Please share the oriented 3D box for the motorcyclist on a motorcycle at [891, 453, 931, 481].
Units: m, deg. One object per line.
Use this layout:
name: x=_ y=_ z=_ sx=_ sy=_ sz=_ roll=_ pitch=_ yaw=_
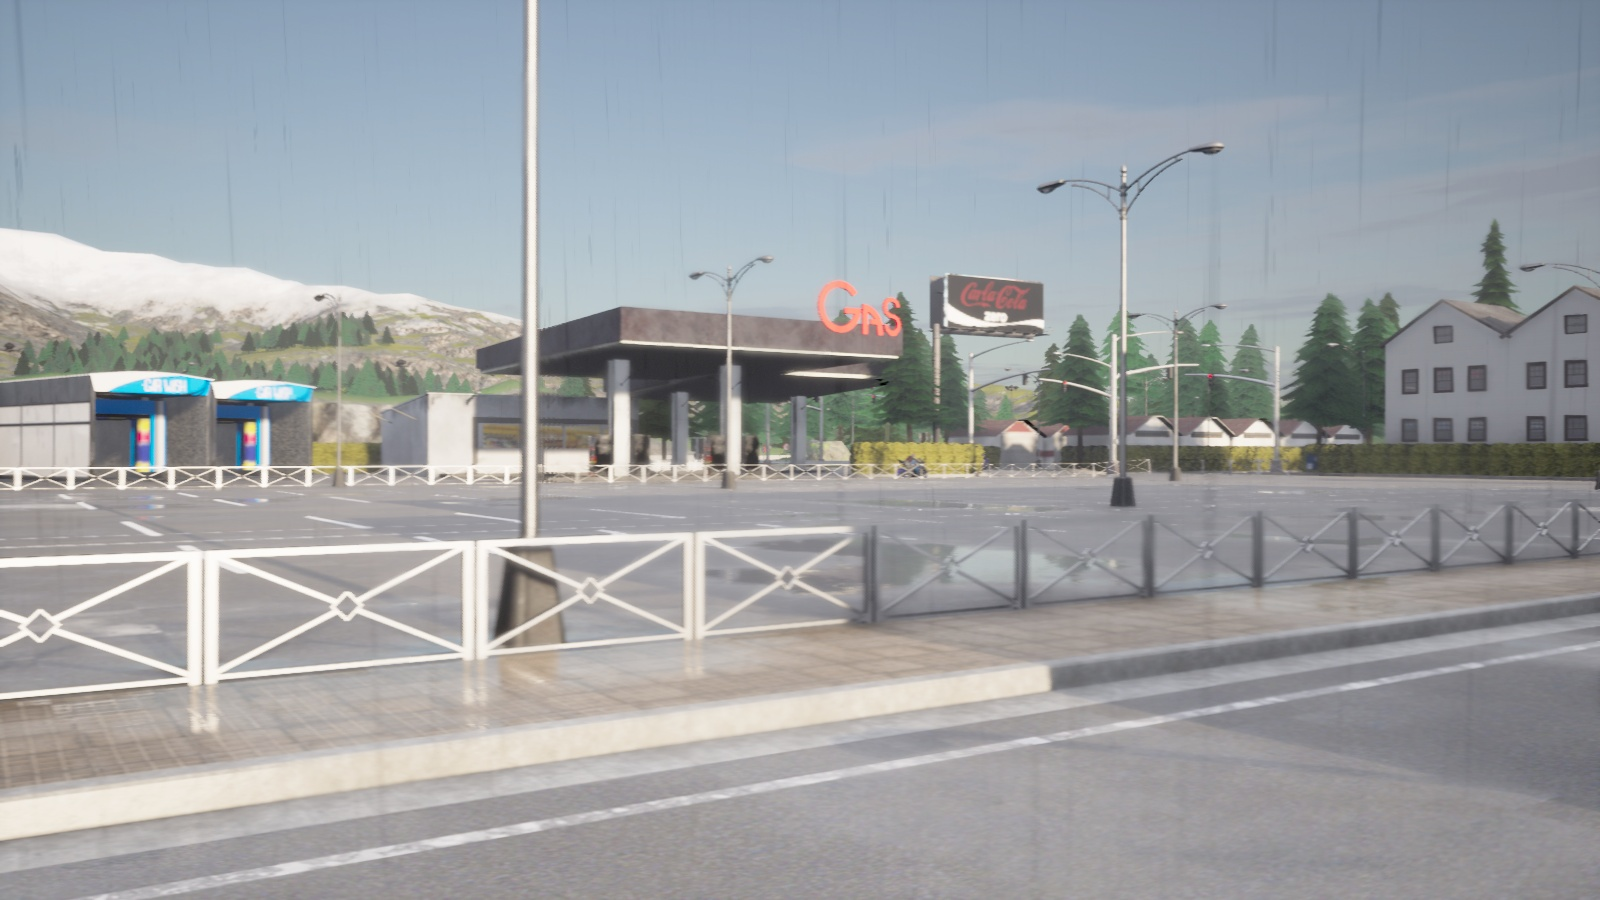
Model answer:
motorcyclist on a motorcycle: x=6.292 y=0.944 z=71.045 sx=2.191 sy=1.530 sz=0.866 roll=0 pitch=0 yaw=-33
